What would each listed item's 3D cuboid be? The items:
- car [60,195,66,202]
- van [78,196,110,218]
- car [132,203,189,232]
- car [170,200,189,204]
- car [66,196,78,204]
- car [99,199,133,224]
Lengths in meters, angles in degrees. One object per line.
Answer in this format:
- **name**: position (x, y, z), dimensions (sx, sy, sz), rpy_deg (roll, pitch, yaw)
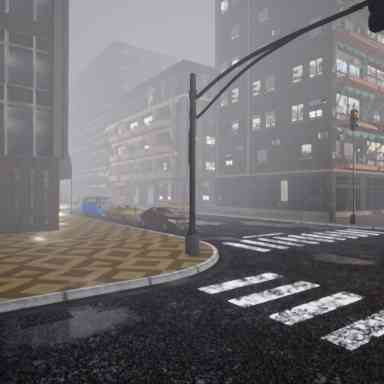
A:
- **car**: position (-27.873, 1.361, 70.745), dimensions (1.967, 1.590, 4.097), rpy_deg (0, 0, -36)
- **van**: position (-8.263, 1.265, 29.049), dimensions (1.690, 1.788, 3.998), rpy_deg (0, 0, -36)
- **car**: position (-1.659, 1.526, 19.846), dimensions (1.802, 1.307, 4.206), rpy_deg (0, 0, -36)
- **car**: position (-1.554, 1.488, 34.073), dimensions (1.752, 1.417, 4.829), rpy_deg (0, 0, -36)
- **car**: position (-21.368, 1.448, 61.681), dimensions (1.752, 1.417, 4.829), rpy_deg (0, 0, -36)
- **car**: position (-4.861, 1.459, 24.309), dimensions (1.752, 1.417, 4.829), rpy_deg (0, 0, -36)
